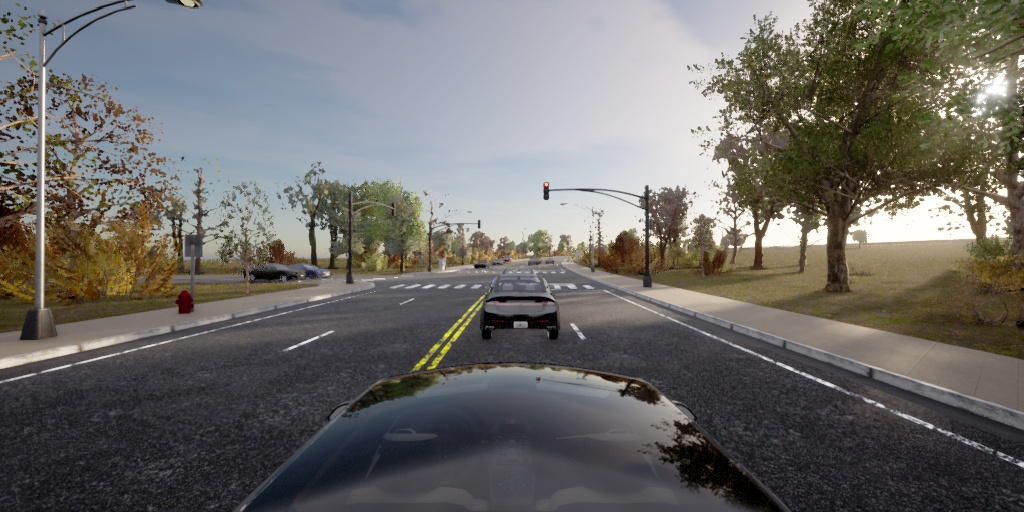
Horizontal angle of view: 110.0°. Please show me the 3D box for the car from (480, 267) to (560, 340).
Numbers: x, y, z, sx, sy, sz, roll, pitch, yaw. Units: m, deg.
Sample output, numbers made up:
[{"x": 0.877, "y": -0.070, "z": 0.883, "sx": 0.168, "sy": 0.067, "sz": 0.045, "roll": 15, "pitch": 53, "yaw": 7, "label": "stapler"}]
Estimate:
[{"x": 0.199, "y": 1.242, "z": 10.011, "sx": 2.128, "sy": 1.511, "sz": 4.902, "roll": 0, "pitch": 0, "yaw": 0, "label": "car"}]

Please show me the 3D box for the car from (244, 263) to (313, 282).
[{"x": -19.768, "y": 1.365, "z": 30.000, "sx": 5.008, "sy": 1.535, "sz": 1.882, "roll": -1, "pitch": -1, "yaw": 10, "label": "car"}]

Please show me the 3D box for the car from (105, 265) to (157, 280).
[{"x": -39.110, "y": 1.601, "z": 36.759, "sx": 5.008, "sy": 1.535, "sz": 1.882, "roll": 0, "pitch": -1, "yaw": 10, "label": "car"}]

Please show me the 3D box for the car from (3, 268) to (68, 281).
[{"x": -46.194, "y": 1.708, "z": 34.743, "sx": 5.357, "sy": 1.411, "sz": 2.033, "roll": -1, "pitch": -1, "yaw": 10, "label": "car"}]

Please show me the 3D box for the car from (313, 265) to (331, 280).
[{"x": -19.166, "y": 1.440, "z": 33.193, "sx": 4.674, "sy": 1.442, "sz": 1.812, "roll": -1, "pitch": -1, "yaw": 10, "label": "car"}]

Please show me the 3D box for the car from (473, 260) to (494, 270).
[{"x": -4.303, "y": 1.299, "z": 51.812, "sx": 1.895, "sy": 1.301, "sz": 4.718, "roll": 0, "pitch": 0, "yaw": 5, "label": "car"}]

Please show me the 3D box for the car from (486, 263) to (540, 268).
[{"x": 0.291, "y": 1.241, "z": 15.340, "sx": 2.128, "sy": 1.511, "sz": 4.902, "roll": 0, "pitch": 0, "yaw": 2, "label": "car"}]
